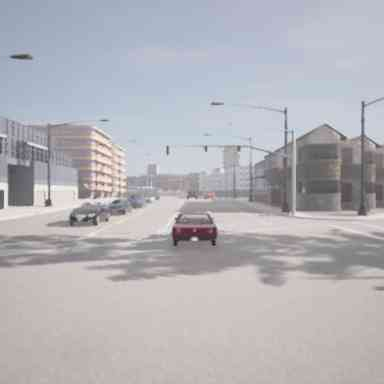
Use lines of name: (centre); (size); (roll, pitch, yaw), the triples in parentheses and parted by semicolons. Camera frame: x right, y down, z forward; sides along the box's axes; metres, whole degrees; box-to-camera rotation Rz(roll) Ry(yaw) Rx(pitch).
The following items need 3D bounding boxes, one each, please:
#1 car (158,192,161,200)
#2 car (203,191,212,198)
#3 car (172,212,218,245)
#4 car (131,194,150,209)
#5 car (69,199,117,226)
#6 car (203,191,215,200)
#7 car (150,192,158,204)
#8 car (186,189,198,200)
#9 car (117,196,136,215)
car: (-6.971, 0.802, 62.443); (1.837, 1.490, 4.892); (0, 1, 0)
car: (3.536, 0.631, 76.697); (1.882, 1.535, 5.008); (0, -1, 0)
car: (0.108, 1.598, 15.591); (1.895, 1.301, 4.718); (0, 0, 0)
car: (-7.023, 1.097, 41.976); (2.097, 1.767, 4.553); (0, 1, 1)
car: (-7.086, 1.456, 23.467); (2.128, 1.511, 4.902); (0, 0, 0)
car: (3.531, 0.631, 66.649); (2.097, 1.767, 4.553); (0, 0, 0)
car: (-6.976, 1.084, 52.135); (1.895, 1.301, 4.718); (0, 1, 0)
car: (0.031, 0.500, 66.294); (2.150, 2.045, 5.566); (0, 0, 0)
car: (-7.071, 1.434, 32.721); (1.812, 1.442, 4.674); (0, 1, 0)
